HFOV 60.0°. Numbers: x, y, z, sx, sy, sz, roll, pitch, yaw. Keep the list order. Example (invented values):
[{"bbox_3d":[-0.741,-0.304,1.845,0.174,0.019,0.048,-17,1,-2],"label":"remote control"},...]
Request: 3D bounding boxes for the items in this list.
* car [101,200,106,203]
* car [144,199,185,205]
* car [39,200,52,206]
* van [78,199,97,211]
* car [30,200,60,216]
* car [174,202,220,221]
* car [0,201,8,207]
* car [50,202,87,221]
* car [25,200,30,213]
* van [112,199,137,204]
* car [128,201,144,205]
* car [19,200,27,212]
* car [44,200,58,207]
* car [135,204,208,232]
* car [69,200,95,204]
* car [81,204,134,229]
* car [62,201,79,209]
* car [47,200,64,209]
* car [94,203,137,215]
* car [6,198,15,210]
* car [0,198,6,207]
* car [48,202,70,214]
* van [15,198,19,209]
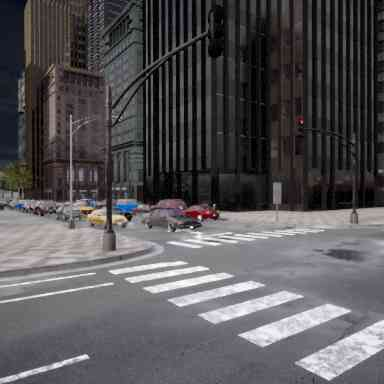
[{"bbox_3d":[-11.228,1.874,46.064,2.192,1.841,5.009,-1,0,-35],"label":"car"},{"bbox_3d":[-2.381,1.667,33.629,2.192,1.841,5.009,-1,0,-35],"label":"car"},{"bbox_3d":[-34.846,2.658,79.141,1.947,1.339,4.313,-1,0,-35],"label":"car"},{"bbox_3d":[-17.126,2.036,54.354,1.690,1.788,3.998,-1,0,-35],"label":"van"},{"bbox_3d":[-17.729,1.899,40.452,2.192,1.841,5.009,-1,0,-35],"label":"car"},{"bbox_3d":[0.573,1.827,29.484,1.887,1.381,4.507,-1,0,-35],"label":"car"},{"bbox_3d":[-44.502,2.769,77.998,1.802,1.307,4.206,-1,0,-35],"label":"car"},{"bbox_3d":[-12.049,2.003,32.496,2.008,1.369,4.403,-1,0,-35],"label":"car"},{"bbox_3d":[-20.561,2.195,44.430,1.887,1.381,4.507,-1,0,-35],"label":"car"},{"bbox_3d":[-8.279,1.831,41.919,1.690,1.788,3.998,-1,0,-35],"label":"van"},{"bbox_3d":[-5.324,2.003,37.774,1.802,1.307,4.206,-1,0,-35],"label":"car"},{"bbox_3d":[-23.400,2.155,48.407,1.967,1.590,4.097,-1,0,-35],"label":"car"},{"bbox_3d":[-31.824,2.593,74.905,1.947,1.339,4.313,-1,0,-35],"label":"car"},{"bbox_3d":[-1.565,1.793,22.397,2.033,1.411,5.357,0,-1,-36],"label":"car"},{"bbox_3d":[-12.801,1.987,38.168,1.882,1.535,5.008,0,-1,-35],"label":"car"},{"bbox_3d":[-6.277,1.842,24.403,1.752,1.417,4.829,-1,0,-35],"label":"car"},{"bbox_3d":[-22.762,2.405,62.199,1.802,1.307,4.206,-1,0,-35],"label":"car"},{"bbox_3d":[-25.025,2.314,60.791,1.882,1.535,5.008,0,-1,-35],"label":"car"},{"bbox_3d":[-7.133,1.978,30.204,1.895,1.301,4.718,0,-1,-36],"label":"car"},{"bbox_3d":[-32.015,2.352,60.486,1.967,1.590,4.097,-1,0,-35],"label":"car"},{"bbox_3d":[-41.381,2.665,73.620,1.887,1.381,4.507,-1,0,-35],"label":"car"},{"bbox_3d":[-18.652,2.171,46.433,1.812,1.442,4.674,0,-1,-35],"label":"car"},{"bbox_3d":[-26.239,2.121,52.385,1.690,1.788,3.998,-1,0,-35],"label":"van"}]
